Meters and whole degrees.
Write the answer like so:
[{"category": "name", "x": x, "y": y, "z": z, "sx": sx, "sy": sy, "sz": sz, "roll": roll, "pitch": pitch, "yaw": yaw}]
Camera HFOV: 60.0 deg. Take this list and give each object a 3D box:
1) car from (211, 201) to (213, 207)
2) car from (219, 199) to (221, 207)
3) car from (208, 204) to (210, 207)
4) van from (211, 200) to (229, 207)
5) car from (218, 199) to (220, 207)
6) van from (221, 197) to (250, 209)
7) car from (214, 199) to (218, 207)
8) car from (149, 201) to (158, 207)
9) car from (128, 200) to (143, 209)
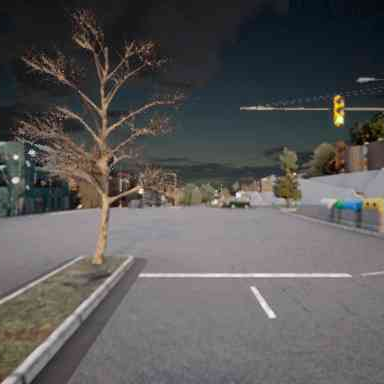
[{"category": "car", "x": 8.218, "y": 2.997, "z": 82.307, "sx": 5.366, "sy": 1.575, "sz": 1.946, "roll": 2, "pitch": -2, "yaw": -20}, {"category": "car", "x": 8.047, "y": 2.291, "z": 61.405, "sx": 4.674, "sy": 1.452, "sz": 2.002, "roll": 2, "pitch": -2, "yaw": -20}, {"category": "car", "x": 8.070, "y": 3.073, "z": 91.189, "sx": 5.566, "sy": 2.045, "sz": 2.435, "roll": 2, "pitch": -3, "yaw": -20}, {"category": "van", "x": 7.936, "y": 3.215, "z": 94.108, "sx": 4.442, "sy": 1.987, "sz": 1.878, "roll": 2, "pitch": -2, "yaw": -20}, {"category": "car", "x": 8.053, "y": 2.398, "z": 64.377, "sx": 4.674, "sy": 1.452, "sz": 2.002, "roll": 2, "pitch": -2, "yaw": -20}, {"category": "van", "x": 7.947, "y": 1.916, "z": 58.392, "sx": 4.442, "sy": 1.987, "sz": 1.878, "roll": 2, "pitch": -2, "yaw": -20}, {"category": "car", "x": 7.877, "y": 2.456, "z": 67.290, "sx": 5.366, "sy": 1.575, "sz": 1.946, "roll": 2, "pitch": -2, "yaw": -20}, {"category": "car", "x": -8.903, "y": 2.865, "z": 77.127, "sx": 2.033, "sy": 1.411, "sz": 5.357, "roll": 0, "pitch": -2, "yaw": 0}, {"category": "car", "x": -8.879, "y": 2.013, "z": 52.518, "sx": 1.837, "sy": 1.490, "sz": 4.892, "roll": 0, "pitch": -1, "yaw": 0}]
